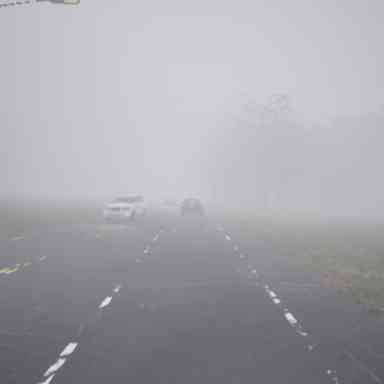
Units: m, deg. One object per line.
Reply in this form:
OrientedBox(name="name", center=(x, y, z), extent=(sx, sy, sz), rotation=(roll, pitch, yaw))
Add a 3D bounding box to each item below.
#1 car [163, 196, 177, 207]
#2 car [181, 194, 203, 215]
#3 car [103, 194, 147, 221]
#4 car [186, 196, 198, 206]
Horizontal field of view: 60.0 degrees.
OrientedBox(name="car", center=(-3.499, 1.431, 53.232), extent=(1.882, 1.535, 5.008), rotation=(0, 0, 0))
OrientedBox(name="car", center=(0.001, 1.361, 33.409), extent=(2.097, 1.767, 4.553), rotation=(0, 0, 0))
OrientedBox(name="car", center=(-5.303, 1.230, 27.275), extent=(2.150, 2.045, 5.566), rotation=(0, 0, 8))
OrientedBox(name="car", center=(0.001, 1.509, 56.362), extent=(1.882, 1.535, 5.008), rotation=(0, 0, 0))
